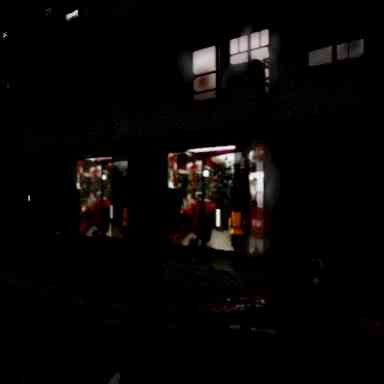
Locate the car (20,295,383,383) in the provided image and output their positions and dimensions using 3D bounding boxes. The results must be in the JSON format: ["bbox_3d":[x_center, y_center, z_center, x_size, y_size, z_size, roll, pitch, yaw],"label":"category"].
[{"bbox_3d":[0.441,1.547,2.554,4.507,1.381,1.887,0,0,35],"label":"car"}]
